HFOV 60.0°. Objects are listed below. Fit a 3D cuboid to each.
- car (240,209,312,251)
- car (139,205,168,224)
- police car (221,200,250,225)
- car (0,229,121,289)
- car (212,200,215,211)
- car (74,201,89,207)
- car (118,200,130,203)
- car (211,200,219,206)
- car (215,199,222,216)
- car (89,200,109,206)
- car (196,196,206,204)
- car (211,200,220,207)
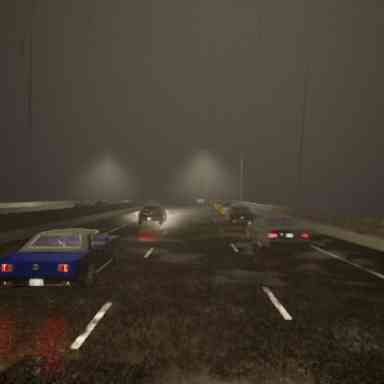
[{"bbox_3d":[3.685,1.706,14.970,2.033,1.411,5.357,0,-1,1],"label":"car"},{"bbox_3d":[-3.152,1.793,27.232,1.837,1.490,4.892,0,-1,1],"label":"car"},{"bbox_3d":[3.737,1.713,27.018,1.930,1.638,5.238,0,-1,1],"label":"police car"},{"bbox_3d":[-3.359,1.700,9.456,1.895,1.301,4.718,0,-1,0],"label":"car"},{"bbox_3d":[4.241,2.021,48.936,1.801,1.575,5.366,0,-1,2],"label":"car"},{"bbox_3d":[-19.898,2.322,60.901,1.895,1.301,4.718,0,-1,2],"label":"car"},{"bbox_3d":[-12.828,2.247,62.848,2.128,1.511,4.902,0,-1,3],"label":"car"},{"bbox_3d":[5.508,2.633,81.514,1.895,1.301,4.718,0,-1,3],"label":"car"},{"bbox_3d":[3.955,1.876,38.019,1.801,1.575,5.366,0,-1,1],"label":"car"},{"bbox_3d":[-16.443,2.214,59.980,1.837,1.490,4.892,0,-1,3],"label":"car"},{"bbox_3d":[2.388,2.227,89.660,2.150,2.045,5.566,0,-1,3],"label":"car"},{"bbox_3d":[5.014,2.373,70.575,1.837,1.490,4.892,0,-1,2],"label":"car"}]
